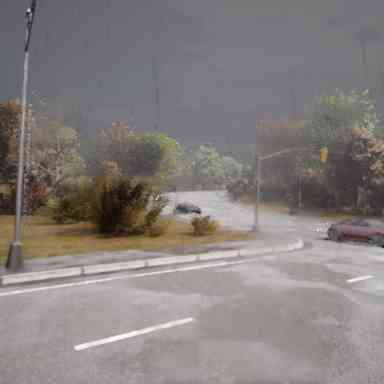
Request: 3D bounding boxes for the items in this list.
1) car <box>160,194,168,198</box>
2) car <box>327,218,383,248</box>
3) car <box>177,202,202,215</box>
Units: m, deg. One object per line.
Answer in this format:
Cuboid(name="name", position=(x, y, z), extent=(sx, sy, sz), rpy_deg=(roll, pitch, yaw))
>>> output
Cuboid(name="car", position=(-5.320, 1.140, 65.052), extent=(1.994, 1.385, 4.181), rpy_deg=(2, 2, -6))
Cuboid(name="car", position=(9.569, 2.140, 18.134), extent=(1.994, 1.385, 4.181), rpy_deg=(3, -2, -29))
Cuboid(name="car", position=(-0.353, 1.998, 41.036), extent=(2.033, 1.411, 5.357), rpy_deg=(3, 1, -18))
